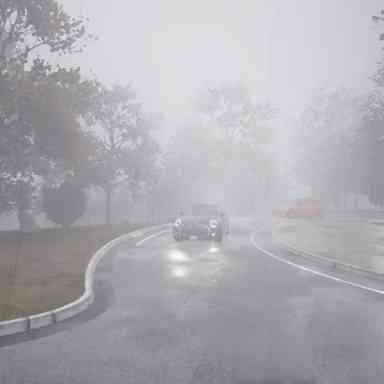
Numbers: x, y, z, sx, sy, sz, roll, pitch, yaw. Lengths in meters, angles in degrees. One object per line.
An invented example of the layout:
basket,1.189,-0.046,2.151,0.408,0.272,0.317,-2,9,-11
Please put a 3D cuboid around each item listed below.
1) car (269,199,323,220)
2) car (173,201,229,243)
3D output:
car,8.723,1.353,27.844,4.553,1.767,2.097,0,0,-25
car,0.560,1.352,16.207,2.097,1.767,4.553,0,0,13
